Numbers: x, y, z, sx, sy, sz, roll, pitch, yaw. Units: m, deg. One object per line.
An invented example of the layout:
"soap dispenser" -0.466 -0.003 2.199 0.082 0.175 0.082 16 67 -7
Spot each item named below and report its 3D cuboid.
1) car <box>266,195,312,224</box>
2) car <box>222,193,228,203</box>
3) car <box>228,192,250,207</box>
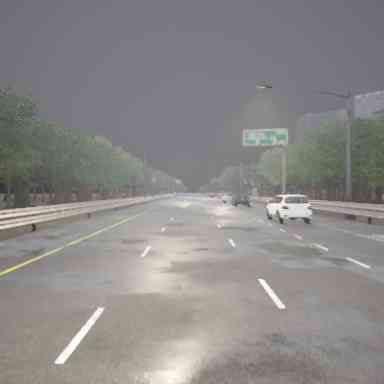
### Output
"car" 7.042 1.212 24.646 2.150 2.045 5.566 0 0 0
"car" 7.211 1.167 66.355 2.150 2.045 5.566 0 0 0
"car" 7.139 1.184 49.300 2.150 2.045 5.566 0 0 0
